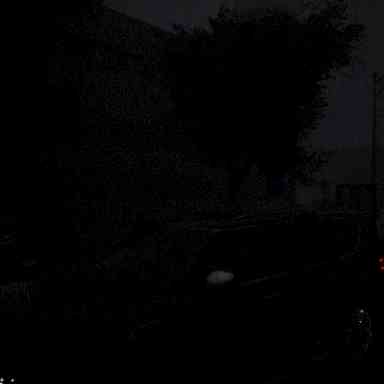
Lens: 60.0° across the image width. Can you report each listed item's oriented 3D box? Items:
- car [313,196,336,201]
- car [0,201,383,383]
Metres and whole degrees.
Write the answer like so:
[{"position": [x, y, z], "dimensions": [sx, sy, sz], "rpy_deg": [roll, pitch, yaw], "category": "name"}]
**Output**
[{"position": [20.447, 1.484, 49.760], "dimensions": [2.097, 1.767, 4.553], "rpy_deg": [2, -1, -34], "category": "car"}, {"position": [0.263, 1.230, 4.181], "dimensions": [5.566, 2.045, 2.150], "rpy_deg": [0, 0, -36], "category": "car"}]
